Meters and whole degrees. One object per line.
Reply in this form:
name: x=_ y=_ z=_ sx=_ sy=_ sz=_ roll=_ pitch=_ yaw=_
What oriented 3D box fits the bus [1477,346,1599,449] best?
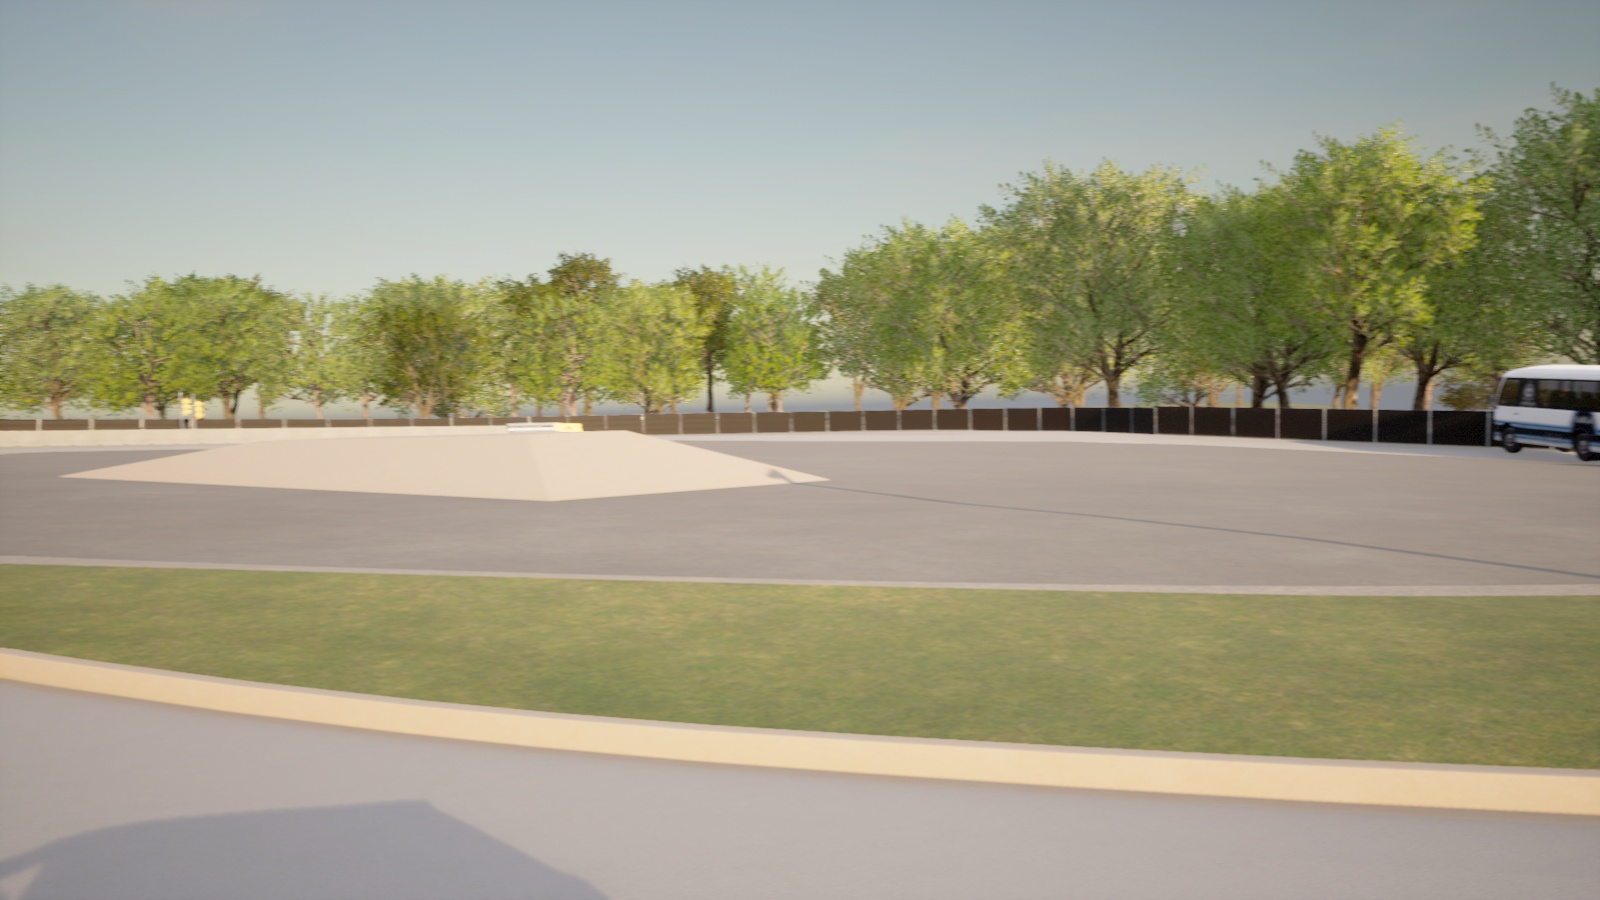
bus: x=36.344 y=-2.613 z=58.492 sx=3.944 sy=4.253 sz=10.273 roll=-3 pitch=4 yaw=-1
